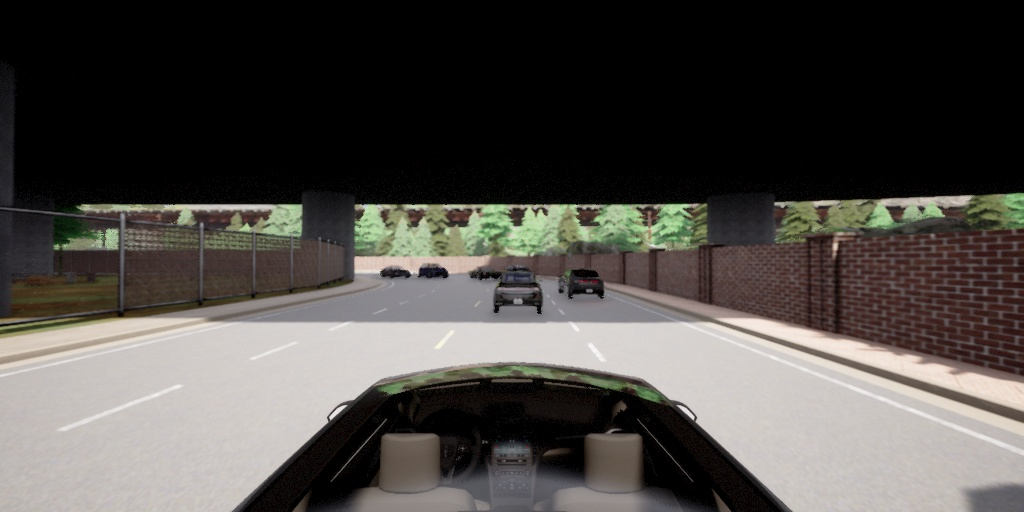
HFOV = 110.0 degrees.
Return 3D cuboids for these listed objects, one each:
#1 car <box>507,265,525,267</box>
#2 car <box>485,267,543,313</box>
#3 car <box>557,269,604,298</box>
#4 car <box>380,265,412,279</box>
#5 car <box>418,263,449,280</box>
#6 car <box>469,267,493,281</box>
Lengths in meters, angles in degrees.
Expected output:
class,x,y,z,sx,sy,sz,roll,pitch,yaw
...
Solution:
class,x,y,z,sx,sy,sz,roll,pitch,yaw
car,0.283,1.663,36.958,2.128,1.511,4.902,0,-1,-22
car,0.245,1.399,14.895,2.128,1.511,4.902,0,-1,1
car,3.736,1.476,20.015,1.837,1.490,4.892,0,-1,-2
car,-12.624,1.731,38.783,2.033,1.411,5.357,1,-1,-37
car,-8.389,1.533,38.309,2.097,1.767,4.553,0,-1,-33
car,-2.890,1.757,35.889,1.895,1.301,4.718,0,-1,-22
